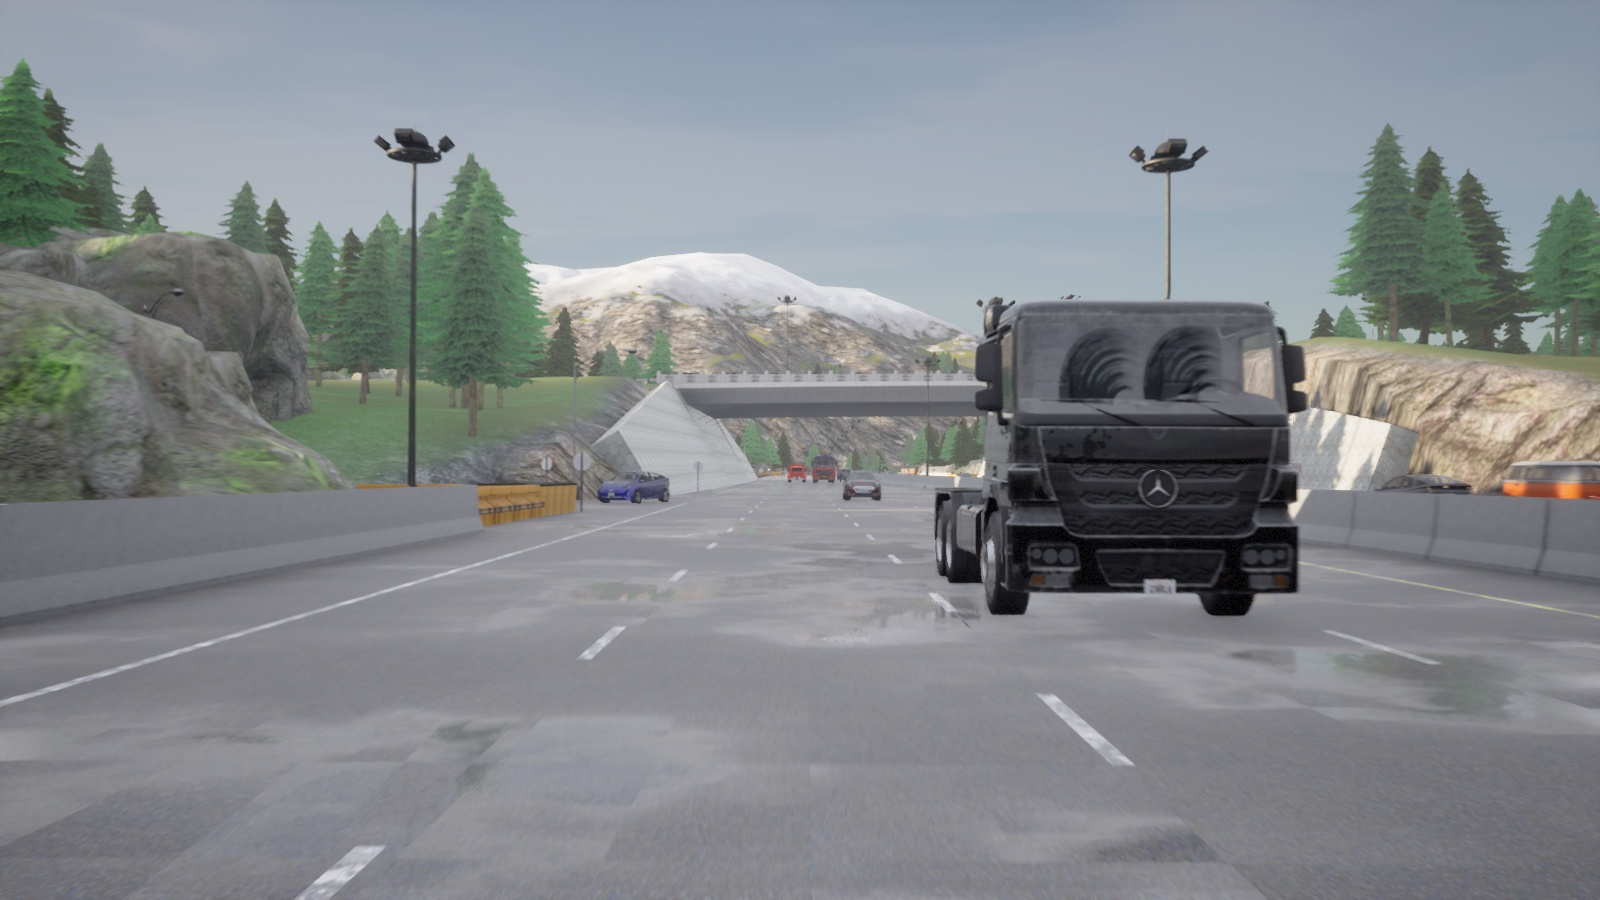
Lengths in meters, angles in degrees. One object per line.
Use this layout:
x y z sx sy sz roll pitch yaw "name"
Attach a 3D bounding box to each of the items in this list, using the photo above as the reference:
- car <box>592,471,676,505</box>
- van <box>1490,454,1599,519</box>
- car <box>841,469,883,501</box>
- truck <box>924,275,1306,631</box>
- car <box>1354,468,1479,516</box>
-7.858 1.789 59.884 2.007 1.525 4.514 -1 -1 22 "car"
24.401 1.145 40.530 1.775 1.987 4.442 0 -1 0 "van"
3.335 1.866 68.151 2.033 1.649 4.856 0 -1 0 "car"
3.457 0.089 16.205 2.891 3.462 7.936 0 -1 0 "truck"
20.896 1.390 42.769 2.007 1.525 4.514 0 -1 0 "car"
